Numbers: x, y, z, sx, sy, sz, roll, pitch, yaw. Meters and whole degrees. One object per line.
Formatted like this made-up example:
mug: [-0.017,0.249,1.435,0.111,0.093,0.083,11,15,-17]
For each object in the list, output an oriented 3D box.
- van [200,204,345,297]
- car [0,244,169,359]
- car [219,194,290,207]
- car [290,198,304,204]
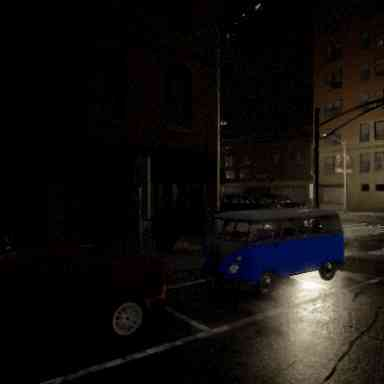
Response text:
van: [2.103,1.332,8.261,3.998,1.788,1.690,0,0,-36]
car: [-2.505,1.544,4.974,4.507,1.381,1.887,0,0,-36]
car: [4.384,1.186,25.538,2.150,2.045,5.566,0,0,-36]
car: [7.011,1.194,27.449,2.150,2.045,5.566,0,0,-36]
